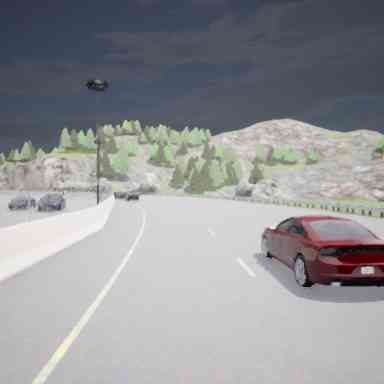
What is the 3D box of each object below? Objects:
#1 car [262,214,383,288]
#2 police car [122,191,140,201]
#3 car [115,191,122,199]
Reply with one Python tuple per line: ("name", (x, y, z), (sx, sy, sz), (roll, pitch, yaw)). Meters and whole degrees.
("car", (3.277, 1.331, 8.904), (1.882, 1.535, 5.008), (0, 1, -3))
("police car", (-10.085, 0.694, 56.354), (1.930, 1.638, 5.238), (-1, 1, -18))
("car", (-13.486, 0.661, 65.889), (1.837, 1.490, 4.892), (-1, 1, -21))
